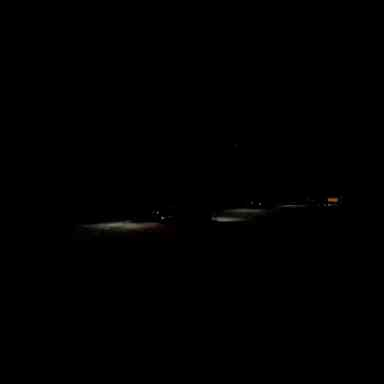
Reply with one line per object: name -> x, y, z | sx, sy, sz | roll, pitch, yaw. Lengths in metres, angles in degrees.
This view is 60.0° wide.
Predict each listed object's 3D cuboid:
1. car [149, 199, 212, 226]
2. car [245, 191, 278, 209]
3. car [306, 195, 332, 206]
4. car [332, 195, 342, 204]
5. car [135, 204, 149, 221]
car -> -0.471, 1.399, 22.553 | 1.812, 1.442, 4.674 | 0, 1, 36
car -> 8.391, 0.890, 39.780 | 2.150, 2.045, 5.566 | 0, 1, 36
car -> 17.984, 1.219, 47.482 | 1.994, 1.385, 4.181 | 0, 0, 37
car -> 23.887, 1.158, 55.577 | 1.882, 1.535, 5.008 | 0, 0, 36
car -> -2.182, 1.328, 25.453 | 1.882, 1.535, 5.008 | 0, 1, 36
